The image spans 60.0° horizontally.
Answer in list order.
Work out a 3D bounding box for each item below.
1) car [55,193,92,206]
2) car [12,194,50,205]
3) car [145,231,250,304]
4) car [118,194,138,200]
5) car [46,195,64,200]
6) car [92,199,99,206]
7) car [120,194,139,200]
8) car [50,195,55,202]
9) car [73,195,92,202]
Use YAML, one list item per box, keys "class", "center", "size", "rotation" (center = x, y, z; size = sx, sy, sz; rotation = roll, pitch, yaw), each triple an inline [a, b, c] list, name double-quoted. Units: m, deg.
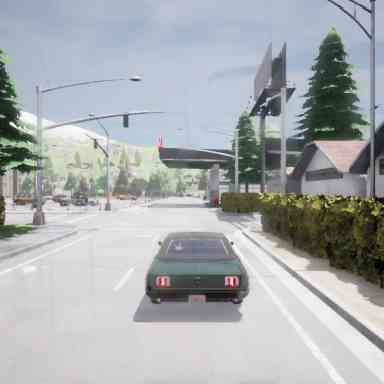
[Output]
- class: "car"
  center: [-16.751, 1.077, 47.274]
  size: [3.866, 1.878, 1.905]
  rotation: [0, 0, 0]
- class: "car"
  center: [-24.637, 1.097, 50.518]
  size: [4.605, 1.855, 1.932]
  rotation: [0, 0, 0]
- class: "car"
  center: [0.099, 1.601, 8.088]
  size: [1.895, 1.301, 4.718]
  rotation: [0, 0, 0]
- class: "car"
  center: [-16.394, 1.330, 84.859]
  size: [5.027, 1.636, 2.152]
  rotation: [0, 0, 0]
- class: "car"
  center: [-35.060, 1.384, 84.905]
  size: [3.806, 1.475, 1.970]
  rotation: [0, 0, 0]
- class: "car"
  center: [-16.158, 1.361, 50.602]
  size: [3.806, 1.475, 1.970]
  rotation: [0, 0, 0]
- class: "car"
  center: [-16.463, 1.339, 87.995]
  size: [4.514, 1.523, 2.007]
  rotation: [0, 0, 0]
- class: "car"
  center: [-23.992, 1.298, 62.979]
  size: [4.514, 1.523, 2.007]
  rotation: [0, 0, 0]
- class: "car"
  center: [-24.004, 1.319, 72.971]
  size: [3.633, 1.501, 1.845]
  rotation: [0, 0, 0]
